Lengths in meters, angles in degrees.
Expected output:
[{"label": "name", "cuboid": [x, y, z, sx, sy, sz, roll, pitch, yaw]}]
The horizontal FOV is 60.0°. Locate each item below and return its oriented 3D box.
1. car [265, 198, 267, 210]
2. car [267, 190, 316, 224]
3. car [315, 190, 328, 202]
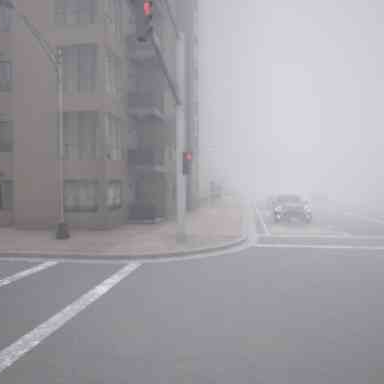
[{"label": "car", "cuboid": [7.800, 0.909, 31.146, 2.033, 1.411, 5.357, 0, 1, 10]}, {"label": "car", "cuboid": [6.046, 0.920, 20.772, 2.097, 1.767, 4.553, 0, 1, 9]}, {"label": "car", "cuboid": [17.318, 0.523, 45.759, 2.128, 1.511, 4.902, 0, 1, 9]}]
